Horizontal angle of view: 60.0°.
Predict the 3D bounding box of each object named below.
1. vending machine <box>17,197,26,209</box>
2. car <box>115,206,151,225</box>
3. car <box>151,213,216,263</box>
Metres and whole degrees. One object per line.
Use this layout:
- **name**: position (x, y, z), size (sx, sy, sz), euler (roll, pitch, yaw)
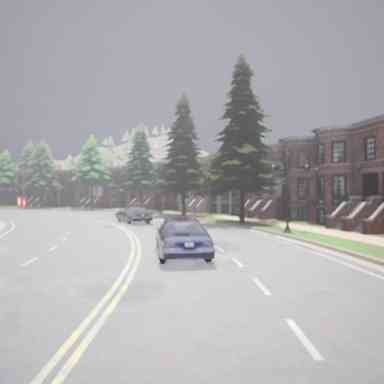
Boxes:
- **vending machine**: position (-29.982, 1.846, 58.582), size (0.880, 2.100, 1.100), euler (0, -1, 18)
- **car**: position (-4.856, 1.854, 27.500), size (2.033, 1.411, 5.357), euler (0, -1, -26)
- **car**: position (-0.416, 1.690, 12.669), size (2.033, 1.411, 5.357), euler (0, -1, -8)
